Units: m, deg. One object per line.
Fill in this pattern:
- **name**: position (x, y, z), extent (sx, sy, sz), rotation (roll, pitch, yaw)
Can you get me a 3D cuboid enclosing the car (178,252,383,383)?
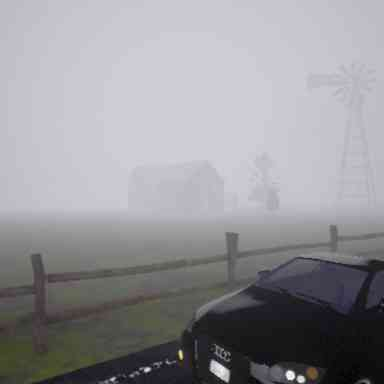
- **car**: position (1.895, 1.576, 4.419), extent (4.181, 1.385, 1.994), rotation (0, 0, -35)
